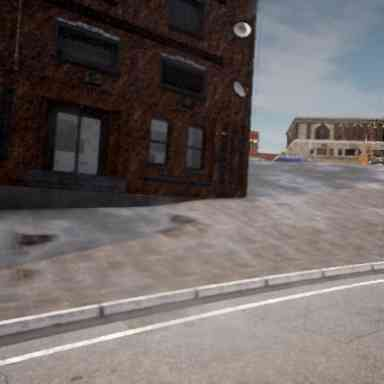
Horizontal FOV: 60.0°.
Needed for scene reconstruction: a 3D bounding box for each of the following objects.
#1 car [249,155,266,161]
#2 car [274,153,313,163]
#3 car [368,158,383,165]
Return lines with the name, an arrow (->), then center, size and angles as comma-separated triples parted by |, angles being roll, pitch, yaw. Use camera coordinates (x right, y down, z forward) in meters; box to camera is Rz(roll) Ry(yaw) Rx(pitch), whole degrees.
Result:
car -> 6.781, -3.915, 41.058 | 4.674, 1.452, 2.002 | 3, -2, 9
car -> 12.213, -3.831, 40.230 | 4.553, 1.767, 2.185 | 3, -2, 9
car -> 23.010, -3.206, 38.564 | 4.892, 1.521, 2.231 | 3, -2, 9
